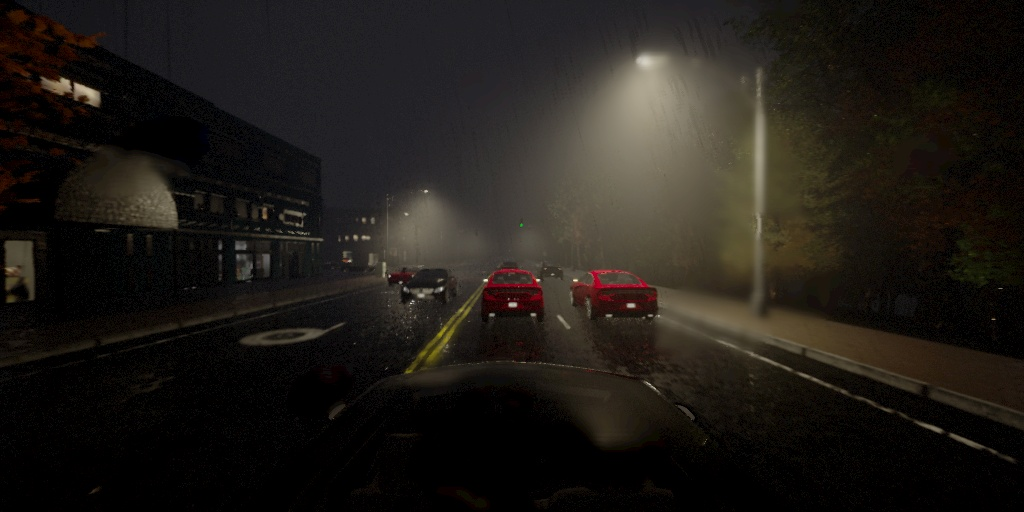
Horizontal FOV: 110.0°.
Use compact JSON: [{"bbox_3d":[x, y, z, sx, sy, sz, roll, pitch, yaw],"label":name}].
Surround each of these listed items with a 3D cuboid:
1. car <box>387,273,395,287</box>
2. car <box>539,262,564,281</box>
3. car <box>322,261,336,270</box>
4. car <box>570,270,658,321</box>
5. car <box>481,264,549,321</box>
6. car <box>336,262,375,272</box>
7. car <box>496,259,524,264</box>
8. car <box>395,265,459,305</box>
[{"bbox_3d":[-6.835,1.317,24.224,1.895,1.301,4.718,0,0,-1],"label":"car"},{"bbox_3d":[3.047,1.192,29.433,2.128,1.511,4.902,0,0,-1],"label":"car"},{"bbox_3d":[-28.908,1.488,56.146,4.403,1.370,2.007,0,0,-1],"label":"car"},{"bbox_3d":[3.247,1.207,12.328,1.882,1.535,5.008,0,0,-1],"label":"car"},{"bbox_3d":[-0.004,1.209,12.411,1.882,1.535,5.008,0,0,-1],"label":"car"},{"bbox_3d":[-20.473,1.501,47.735,4.313,1.339,1.948,0,0,-1],"label":"car"},{"bbox_3d":[-0.206,1.207,29.680,1.837,1.490,4.892,0,0,-1],"label":"car"},{"bbox_3d":[-3.492,1.253,15.990,1.812,1.442,4.674,0,0,-1],"label":"car"}]
